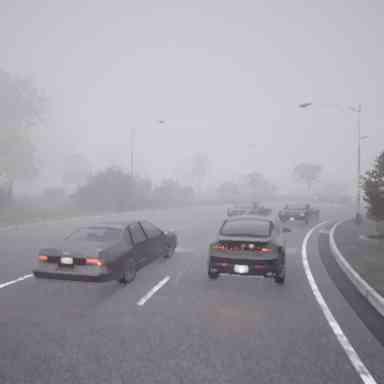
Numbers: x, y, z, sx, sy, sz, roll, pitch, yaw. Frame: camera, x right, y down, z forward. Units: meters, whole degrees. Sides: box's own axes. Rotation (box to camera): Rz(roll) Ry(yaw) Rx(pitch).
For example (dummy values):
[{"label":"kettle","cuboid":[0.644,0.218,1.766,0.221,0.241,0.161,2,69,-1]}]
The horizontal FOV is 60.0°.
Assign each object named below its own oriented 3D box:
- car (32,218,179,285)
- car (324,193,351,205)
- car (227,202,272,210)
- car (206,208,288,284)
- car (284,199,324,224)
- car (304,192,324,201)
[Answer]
[{"label":"car","cuboid":[-1.962,1.450,9.342,2.033,1.411,5.357,0,1,15]},{"label":"car","cuboid":[22.243,1.085,50.013,4.892,1.490,1.837,0,1,-42]},{"label":"car","cuboid":[4.403,1.381,24.762,1.895,1.301,4.718,1,1,31]},{"label":"car","cuboid":[1.704,1.424,9.508,1.837,1.490,4.892,0,0,15]},{"label":"car","cuboid":[7.634,1.437,23.361,1.895,1.301,4.718,1,1,31]},{"label":"car","cuboid":[19.500,0.853,52.234,4.553,1.767,2.097,-1,2,-42]}]
